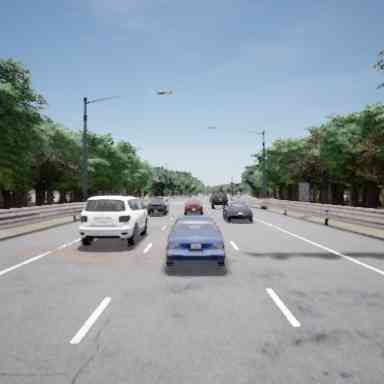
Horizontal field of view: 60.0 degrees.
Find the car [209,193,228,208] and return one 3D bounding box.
[{"bbox_3d":[3.783,1.170,45.993,2.150,2.045,5.566,0,0,2],"label":"car"}]

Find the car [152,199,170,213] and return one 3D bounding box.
[{"bbox_3d":[-3.320,1.477,33.225,1.837,1.490,4.892,0,0,1],"label":"car"}]

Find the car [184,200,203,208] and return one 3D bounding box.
[{"bbox_3d":[0.194,1.499,34.334,1.812,1.442,4.674,0,0,1],"label":"car"}]

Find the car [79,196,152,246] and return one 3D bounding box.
[{"bbox_3d":[-3.394,1.192,15.325,2.150,2.045,5.566,0,0,0],"label":"car"}]

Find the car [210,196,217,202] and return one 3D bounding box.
[{"bbox_3d":[5.523,1.707,85.577,1.837,1.490,4.892,0,0,4],"label":"car"}]

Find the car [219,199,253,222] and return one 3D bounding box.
[{"bbox_3d":[3.519,1.505,26.065,1.994,1.385,4.181,0,0,0],"label":"car"}]

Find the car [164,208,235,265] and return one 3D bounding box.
[{"bbox_3d":[0.105,1.522,11.583,2.033,1.411,5.357,0,0,0],"label":"car"}]

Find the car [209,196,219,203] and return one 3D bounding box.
[{"bbox_3d":[4.735,1.661,71.736,1.994,1.385,4.181,0,0,3],"label":"car"}]
